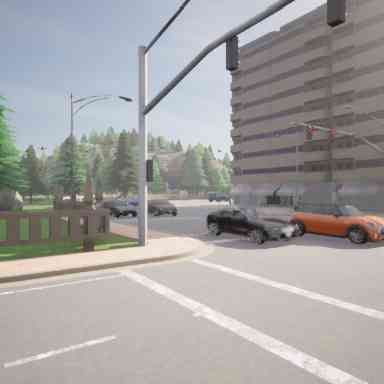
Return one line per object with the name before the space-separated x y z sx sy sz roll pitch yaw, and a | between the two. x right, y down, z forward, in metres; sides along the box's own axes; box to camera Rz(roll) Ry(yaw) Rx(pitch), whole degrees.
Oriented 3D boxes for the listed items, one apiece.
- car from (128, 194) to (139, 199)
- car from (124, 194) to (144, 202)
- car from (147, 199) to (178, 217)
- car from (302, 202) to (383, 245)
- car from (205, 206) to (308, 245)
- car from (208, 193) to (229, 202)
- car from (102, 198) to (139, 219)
car | -8.229 1.422 48.224 1.882 1.535 5.008 0 0 -2
car | -10.640 1.084 61.271 1.812 1.442 4.674 0 0 14
car | -2.981 1.449 30.726 1.837 1.490 4.892 0 0 -28
car | 6.930 1.325 15.654 2.097 1.767 4.553 0 0 -35
car | 2.609 1.460 15.735 2.128 1.511 4.902 0 1 -35
car | 5.712 1.170 71.210 2.150 2.045 5.566 0 0 40
car | -6.331 1.492 29.276 2.033 1.411 5.357 0 0 -30
